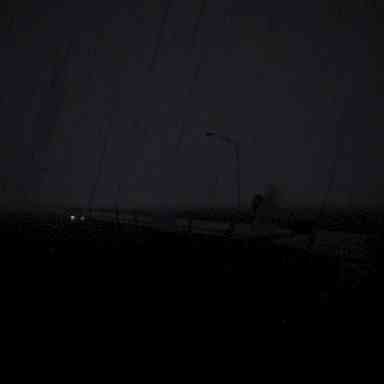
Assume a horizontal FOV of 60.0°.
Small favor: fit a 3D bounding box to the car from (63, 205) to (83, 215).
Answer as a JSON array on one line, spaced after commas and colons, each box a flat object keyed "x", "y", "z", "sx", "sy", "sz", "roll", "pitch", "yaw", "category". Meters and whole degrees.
[{"x": -18.025, "y": 2.699, "z": 50.534, "sx": 1.895, "sy": 1.301, "sz": 4.718, "roll": -1, "pitch": -1, "yaw": -35, "category": "car"}]
